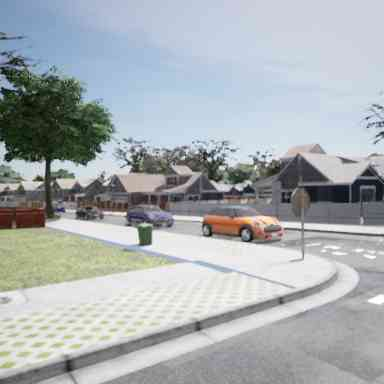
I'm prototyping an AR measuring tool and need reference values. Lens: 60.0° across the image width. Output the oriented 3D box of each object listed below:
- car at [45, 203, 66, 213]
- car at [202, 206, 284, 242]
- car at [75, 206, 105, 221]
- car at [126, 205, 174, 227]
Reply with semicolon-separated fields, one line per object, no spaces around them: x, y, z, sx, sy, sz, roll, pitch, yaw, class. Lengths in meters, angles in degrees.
-22.669;2.586;54.988;2.097;1.767;4.553;-1;-1;-41;car
2.529;1.517;17.380;2.097;1.767;4.553;-1;-1;-36;car
-11.042;2.257;35.782;1.837;1.490;4.892;-1;-1;-37;car
-3.278;1.778;25.357;2.097;1.767;4.553;-1;-1;-36;car
